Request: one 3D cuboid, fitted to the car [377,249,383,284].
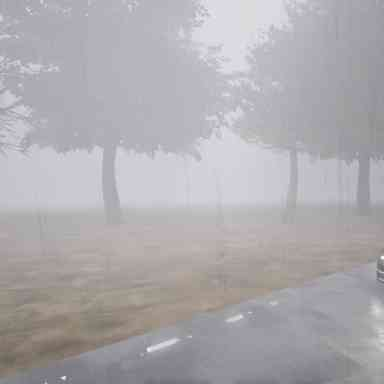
[{"bbox_3d":[6.427,1.491,8.262,4.902,1.511,2.128,0,0,-37],"label":"car"}]
